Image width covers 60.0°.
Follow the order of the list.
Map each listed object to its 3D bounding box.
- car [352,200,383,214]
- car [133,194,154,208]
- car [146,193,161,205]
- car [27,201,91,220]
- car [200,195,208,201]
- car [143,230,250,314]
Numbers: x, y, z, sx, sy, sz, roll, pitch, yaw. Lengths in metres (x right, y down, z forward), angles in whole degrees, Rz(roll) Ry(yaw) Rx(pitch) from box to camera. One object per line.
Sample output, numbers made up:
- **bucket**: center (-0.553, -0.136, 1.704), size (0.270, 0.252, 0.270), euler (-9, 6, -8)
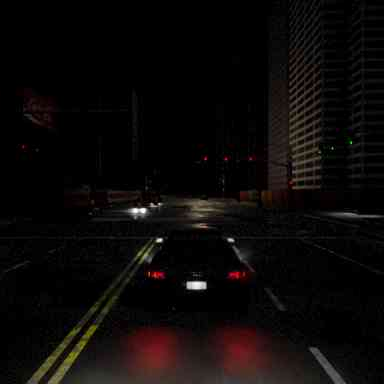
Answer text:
- **car**: center (19.626, 1.546, 34.471), size (5.357, 1.411, 2.033), euler (0, 0, 0)
- **car**: center (-7.214, 1.490, 48.065), size (2.128, 1.511, 4.902), euler (0, 0, 0)
- **car**: center (-7.229, 1.220, 58.018), size (2.150, 2.045, 5.566), euler (0, 0, 0)
- **car**: center (-10.726, 1.492, 27.029), size (4.902, 1.511, 2.128), euler (0, 0, 0)
- **car**: center (3.268, 1.523, 87.523), size (2.128, 1.511, 4.902), euler (0, 0, 0)
- **car**: center (0.076, 1.564, 7.685), size (1.994, 1.385, 4.181), euler (0, 0, 0)
